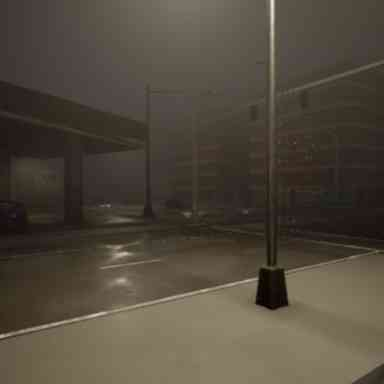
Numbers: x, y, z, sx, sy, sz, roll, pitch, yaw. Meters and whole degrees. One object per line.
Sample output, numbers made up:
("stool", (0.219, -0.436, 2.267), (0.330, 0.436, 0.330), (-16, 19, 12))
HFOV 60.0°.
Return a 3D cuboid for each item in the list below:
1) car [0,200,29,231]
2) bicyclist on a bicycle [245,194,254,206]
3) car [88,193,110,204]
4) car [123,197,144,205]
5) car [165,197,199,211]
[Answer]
("car", (-11.204, 1.289, 17.631), (4.611, 1.667, 2.242), (0, 0, -35))
("bicyclist on a bicycle", (7.673, 1.107, 44.502), (1.656, 1.620, 0.582), (-1, 0, -36))
("car", (-15.909, 1.366, 58.016), (2.128, 1.511, 4.902), (0, 0, -36))
("car", (-9.892, 1.452, 55.840), (1.895, 1.301, 4.718), (0, 0, -36))
("car", (-1.203, 1.349, 38.036), (1.882, 1.535, 5.008), (0, 0, -36))
